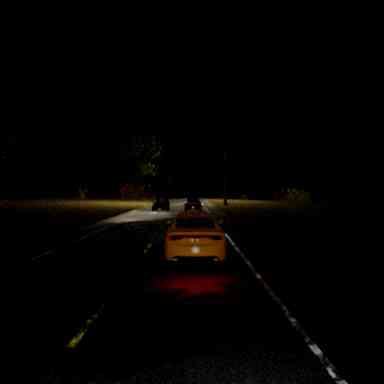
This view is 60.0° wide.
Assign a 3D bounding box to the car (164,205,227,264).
[{"bbox_3d":[0.105,1.444,11.717,1.882,1.535,5.008,0,0,0],"label":"car"}]

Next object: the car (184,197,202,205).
[{"bbox_3d":[0.115,1.392,38.807,1.837,1.490,4.892,0,1,0],"label":"car"}]

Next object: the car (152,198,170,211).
[{"bbox_3d":[-3.486,1.456,38.471,2.033,1.411,5.357,0,0,0],"label":"car"}]
